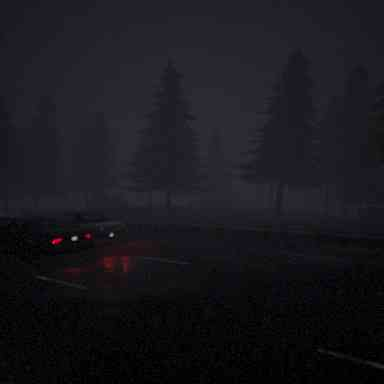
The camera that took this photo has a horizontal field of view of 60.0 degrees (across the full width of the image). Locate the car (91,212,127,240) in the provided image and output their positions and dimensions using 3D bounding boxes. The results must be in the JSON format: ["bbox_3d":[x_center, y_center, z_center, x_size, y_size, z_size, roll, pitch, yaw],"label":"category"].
[{"bbox_3d":[-5.460,1.594,15.661,4.718,1.301,1.895,0,0,29],"label":"car"}]

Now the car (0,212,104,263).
[{"bbox_3d":[-5.947,1.542,11.930,5.357,1.411,2.033,0,0,30],"label":"car"}]
